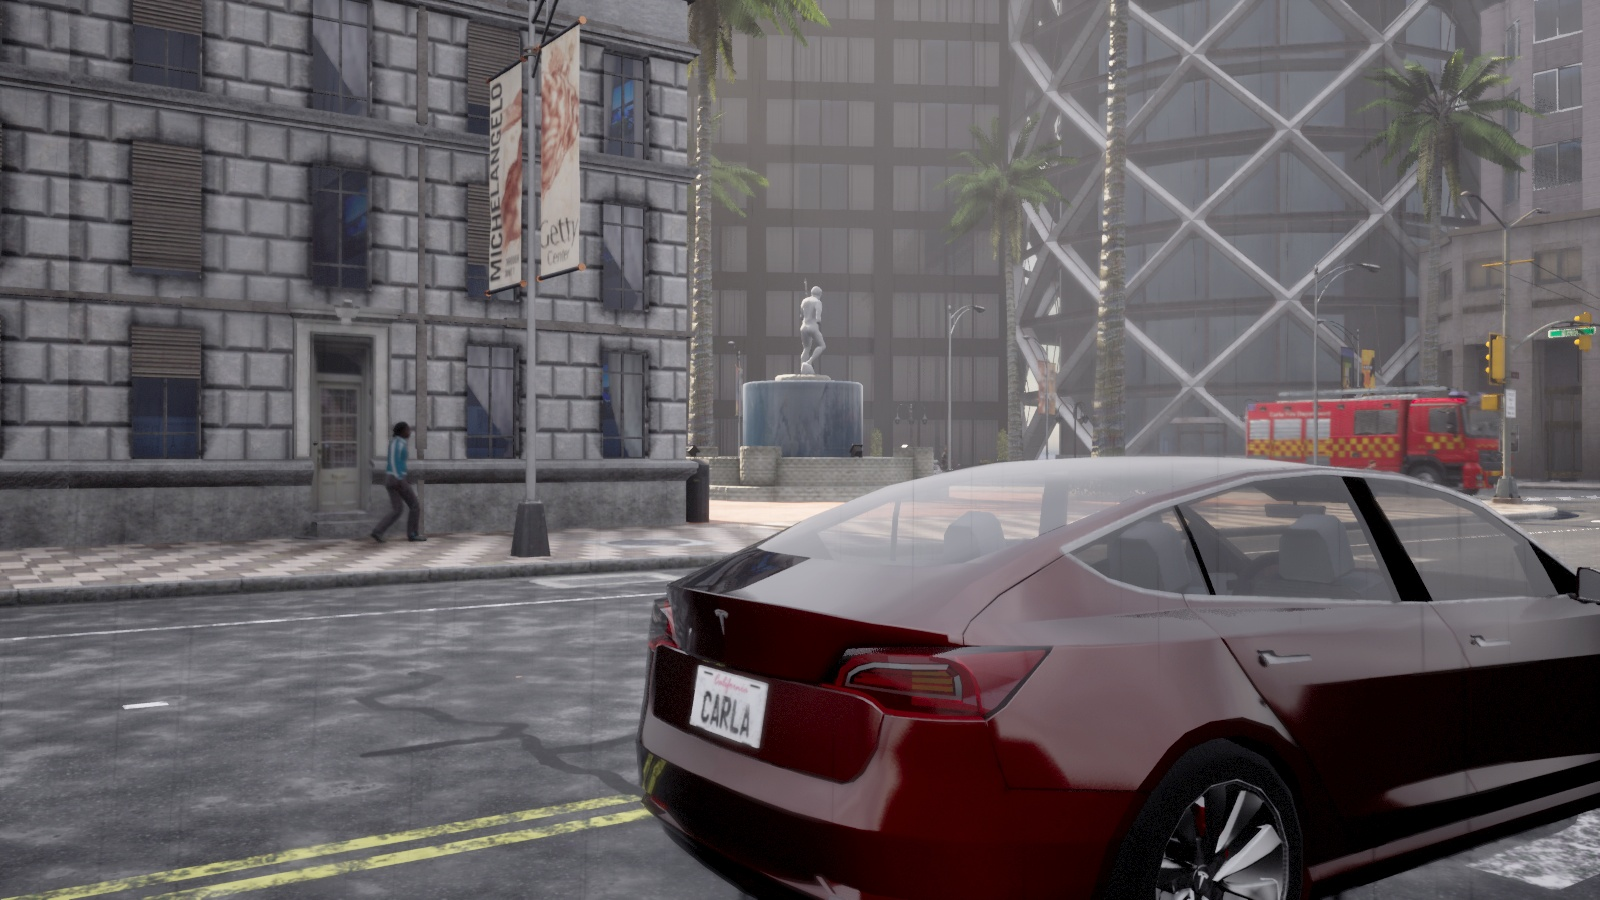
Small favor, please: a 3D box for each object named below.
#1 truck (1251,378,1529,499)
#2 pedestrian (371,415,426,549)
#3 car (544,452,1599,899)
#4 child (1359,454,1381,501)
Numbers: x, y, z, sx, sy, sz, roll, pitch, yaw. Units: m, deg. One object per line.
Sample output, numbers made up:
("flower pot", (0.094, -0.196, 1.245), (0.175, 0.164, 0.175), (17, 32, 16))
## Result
("truck", (20.391, -0.355, 44.039), (2.891, 3.827, 8.468), (0, 0, -36))
("pedestrian", (-5.879, 0.459, 18.372), (0.692, 1.930, 0.396), (0, 0, -30))
("car", (1.700, 0.753, 4.825), (4.792, 1.488, 2.163), (0, 0, -35))
("child", (15.228, 0.731, 33.556), (0.270, 1.263, 0.437), (0, 0, -35))
